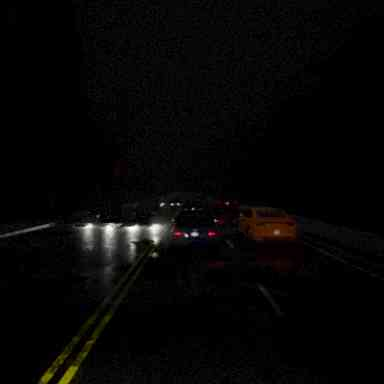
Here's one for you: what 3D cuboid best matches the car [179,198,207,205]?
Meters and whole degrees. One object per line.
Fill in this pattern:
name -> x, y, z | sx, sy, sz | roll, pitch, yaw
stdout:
car -> 0.099, 1.496, 30.024 | 2.033, 1.411, 5.357 | 0, 0, 0

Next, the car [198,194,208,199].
car -> 3.204, 1.544, 91.322 | 1.837, 1.490, 4.892 | 0, 0, 0

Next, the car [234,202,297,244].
car -> 3.345, 1.437, 15.548 | 1.882, 1.535, 5.008 | 0, 0, 0

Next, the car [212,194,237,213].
car -> 3.348, 1.171, 34.211 | 2.150, 2.045, 5.566 | 0, 0, 0

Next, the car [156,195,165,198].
car -> -6.508, 1.349, 67.090 | 2.097, 1.767, 4.553 | 0, 0, 0

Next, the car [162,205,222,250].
car -> 0.096, 1.510, 13.982 | 2.033, 1.411, 5.357 | 0, 0, 0

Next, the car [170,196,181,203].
car -> -3.256, 1.539, 66.647 | 2.033, 1.411, 5.357 | 0, 0, 0

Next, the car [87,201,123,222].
car -> -6.599, 1.455, 25.750 | 1.837, 1.490, 4.892 | 0, 0, 0

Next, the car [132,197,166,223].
car -> -3.350, 1.427, 25.486 | 1.882, 1.535, 5.008 | 0, 0, 0
